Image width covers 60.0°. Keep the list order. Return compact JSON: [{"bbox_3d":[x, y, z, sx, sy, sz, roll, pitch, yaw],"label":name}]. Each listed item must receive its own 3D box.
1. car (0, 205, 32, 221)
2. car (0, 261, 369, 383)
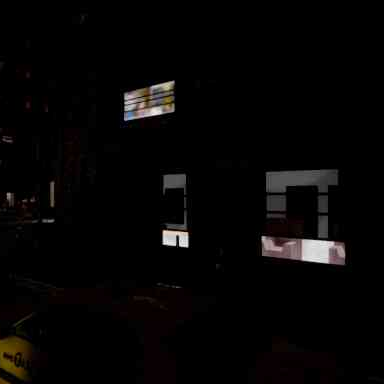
[{"bbox_3d":[-16.721,1.836,29.250,1.752,1.417,4.829,-1,-2,35],"label":"car"},{"bbox_3d":[-0.825,1.525,3.444,4.829,1.417,1.752,0,0,35],"label":"car"}]
